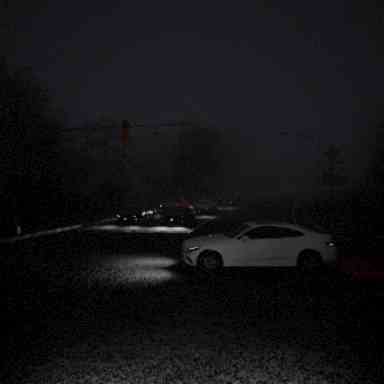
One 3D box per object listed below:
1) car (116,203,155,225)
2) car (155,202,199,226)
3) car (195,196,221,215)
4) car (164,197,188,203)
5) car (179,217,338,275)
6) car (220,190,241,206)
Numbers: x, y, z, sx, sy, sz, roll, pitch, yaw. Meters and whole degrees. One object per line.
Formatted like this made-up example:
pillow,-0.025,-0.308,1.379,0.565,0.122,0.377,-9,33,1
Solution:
car,-4.291,1.664,26.268,1.837,1.490,4.892,0,0,12
car,-0.998,1.725,24.942,1.994,1.385,4.181,0,0,12
car,1.370,1.522,34.632,1.812,1.442,4.674,0,2,17
car,-1.867,1.344,35.952,2.097,1.767,4.553,0,1,17
car,2.026,1.622,10.269,4.674,1.442,1.812,0,-1,-1
car,5.200,0.763,45.761,2.150,2.045,5.566,0,3,22
